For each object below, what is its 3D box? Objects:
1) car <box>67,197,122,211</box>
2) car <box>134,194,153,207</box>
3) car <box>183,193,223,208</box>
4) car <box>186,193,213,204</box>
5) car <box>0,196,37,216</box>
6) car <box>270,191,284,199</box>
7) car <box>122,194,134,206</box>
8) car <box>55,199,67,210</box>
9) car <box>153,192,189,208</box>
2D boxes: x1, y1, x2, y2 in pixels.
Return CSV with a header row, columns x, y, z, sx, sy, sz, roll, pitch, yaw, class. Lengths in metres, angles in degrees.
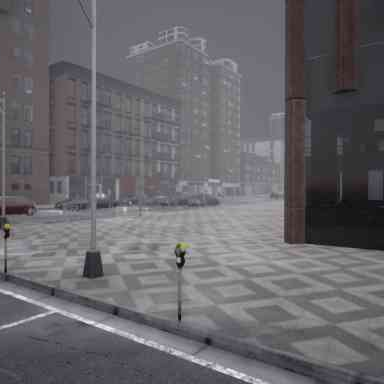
x,y,z,sx,sy,sz,roll,pitch,yaw,class
-10.001,1.248,34.388,1.895,1.301,4.718,0,1,36,car
-4.695,1.047,41.765,1.812,1.442,4.674,0,1,36,car
1.618,1.083,39.076,2.033,1.411,5.357,0,1,36,car
1.128,0.952,49.808,1.994,1.385,4.181,0,1,36,car
-15.246,1.125,27.090,2.097,1.767,4.553,0,1,36,car
17.090,0.613,66.169,1.837,1.490,4.892,0,0,36,car
-7.562,1.015,43.341,1.837,1.490,4.892,0,1,36,car
-12.724,1.196,36.199,1.994,1.385,4.181,0,1,34,car
-1.843,1.085,39.828,2.033,1.411,5.357,0,1,36,car
